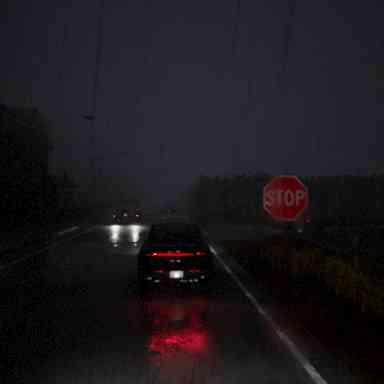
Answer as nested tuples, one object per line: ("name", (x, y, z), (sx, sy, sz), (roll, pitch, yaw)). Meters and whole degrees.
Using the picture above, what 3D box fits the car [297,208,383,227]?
("car", (10.000, 1.763, 22.510), (5.357, 1.411, 2.033), (0, -1, -4))

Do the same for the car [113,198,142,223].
("car", (-5.637, 1.542, 29.546), (2.150, 2.045, 5.566), (0, -1, -6))

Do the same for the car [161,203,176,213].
("car", (-2.961, 2.049, 42.391), (1.895, 1.301, 4.718), (0, -1, -4))

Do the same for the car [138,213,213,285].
("car", (-0.530, 1.611, 9.856), (1.837, 1.490, 4.892), (0, 0, -4))
